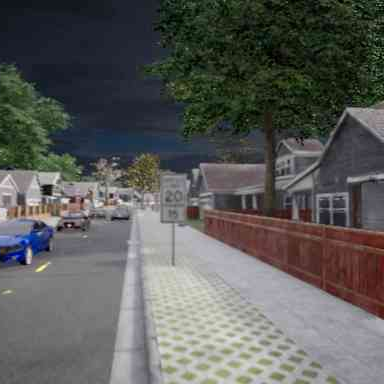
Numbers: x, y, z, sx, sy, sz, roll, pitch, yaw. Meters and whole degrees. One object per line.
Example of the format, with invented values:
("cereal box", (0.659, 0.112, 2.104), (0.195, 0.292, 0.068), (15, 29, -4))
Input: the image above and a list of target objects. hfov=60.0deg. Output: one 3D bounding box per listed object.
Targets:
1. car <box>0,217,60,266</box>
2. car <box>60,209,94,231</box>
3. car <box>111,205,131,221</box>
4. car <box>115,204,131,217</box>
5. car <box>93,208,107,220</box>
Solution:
("car", (-6.820, 1.801, 12.973), (1.882, 1.535, 5.008), (1, -1, -10))
("car", (-8.921, 2.210, 25.270), (1.994, 1.385, 4.181), (0, -2, -10))
("car", (-8.158, 2.554, 37.932), (1.994, 1.385, 4.181), (0, -2, -9))
("car", (-9.912, 2.602, 47.866), (2.097, 1.767, 4.553), (0, -2, -9))
("car", (-11.437, 2.606, 40.366), (1.994, 1.385, 4.181), (0, -2, -9))
